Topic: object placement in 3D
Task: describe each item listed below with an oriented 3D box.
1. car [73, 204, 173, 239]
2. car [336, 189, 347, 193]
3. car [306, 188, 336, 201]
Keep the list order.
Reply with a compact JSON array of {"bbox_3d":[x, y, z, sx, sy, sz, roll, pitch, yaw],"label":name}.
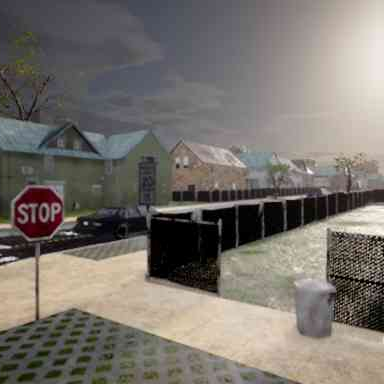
[{"bbox_3d":[-2.889,1.276,15.754,2.033,1.411,5.357,0,1,37],"label":"car"},{"bbox_3d":[21.174,0.308,47.973,1.994,1.385,4.181,0,1,37],"label":"car"},{"bbox_3d":[15.401,0.317,40.161,2.097,1.767,4.553,0,1,37],"label":"car"}]
